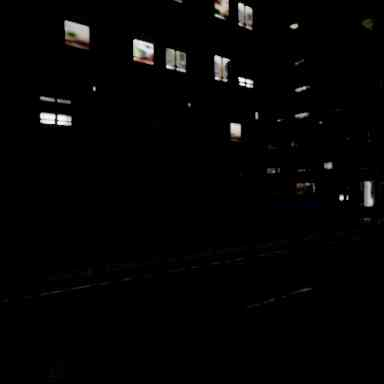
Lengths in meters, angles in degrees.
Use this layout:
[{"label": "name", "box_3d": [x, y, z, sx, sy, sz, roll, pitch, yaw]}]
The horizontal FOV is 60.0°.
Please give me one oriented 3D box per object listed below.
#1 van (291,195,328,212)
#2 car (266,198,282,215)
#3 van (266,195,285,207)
[{"label": "van", "box_3d": [12.834, 1.172, 36.647, 1.690, 1.788, 3.998, -2, 1, -36]}, {"label": "car", "box_3d": [6.099, 1.557, 31.732, 1.802, 1.307, 4.206, -2, 0, -36]}, {"label": "van", "box_3d": [9.519, 1.246, 41.163, 1.690, 1.788, 3.998, -2, 1, -36]}]
